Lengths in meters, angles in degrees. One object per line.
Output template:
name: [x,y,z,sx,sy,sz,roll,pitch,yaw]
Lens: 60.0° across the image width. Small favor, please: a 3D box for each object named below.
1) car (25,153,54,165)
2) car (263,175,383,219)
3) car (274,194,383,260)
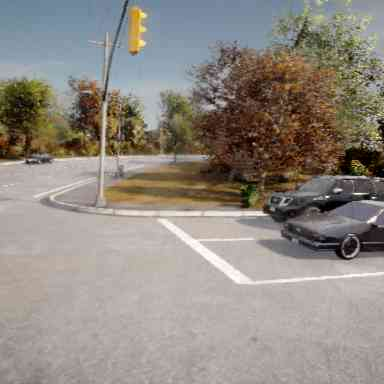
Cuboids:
car: [-20.918,-4.604,45.824,2.128,1.511,4.902,4,8,5]
car: [5.690,0.345,13.444,5.566,2.045,2.150,1,5,-19]
car: [5.357,0.986,9.655,5.357,1.411,2.033,1,5,-16]
